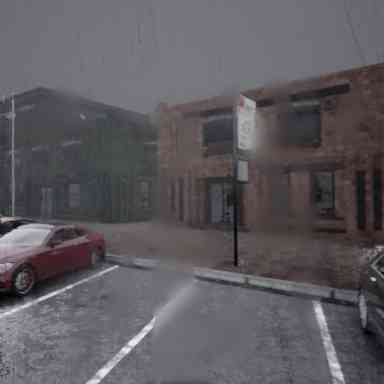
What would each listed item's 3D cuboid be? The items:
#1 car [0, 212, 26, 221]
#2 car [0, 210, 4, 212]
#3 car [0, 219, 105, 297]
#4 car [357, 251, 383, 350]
[{"bbox_3d":[-6.528,1.597,10.724,2.163,1.488,4.792,0,-1,16],"label":"car"},{"bbox_3d":[-8.948,1.466,12.534,2.185,1.767,4.553,0,-1,16],"label":"car"},{"bbox_3d":[-4.079,1.586,9.006,2.002,1.452,4.674,0,-1,16],"label":"car"},{"bbox_3d":[3.247,1.483,3.777,2.231,1.521,4.892,0,-1,16],"label":"car"}]
